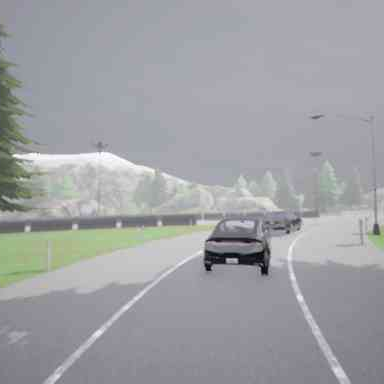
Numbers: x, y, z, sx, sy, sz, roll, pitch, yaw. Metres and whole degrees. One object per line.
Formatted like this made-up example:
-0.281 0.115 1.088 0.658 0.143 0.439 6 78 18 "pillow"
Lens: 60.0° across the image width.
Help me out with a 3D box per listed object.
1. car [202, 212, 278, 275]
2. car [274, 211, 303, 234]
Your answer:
1.637 1.611 10.937 2.128 1.511 4.902 -1 -1 14 "car"
6.073 2.002 22.435 2.033 1.411 5.357 -2 -3 29 "car"
